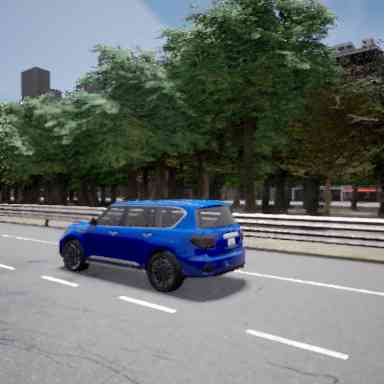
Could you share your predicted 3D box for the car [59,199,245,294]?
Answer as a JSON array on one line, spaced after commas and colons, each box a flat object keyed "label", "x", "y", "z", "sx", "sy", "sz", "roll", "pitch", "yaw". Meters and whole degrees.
[{"label": "car", "x": -1.286, "y": 1.225, "z": 9.092, "sx": 5.566, "sy": 2.045, "sz": 2.150, "roll": 0, "pitch": 0, "yaw": 36}]
